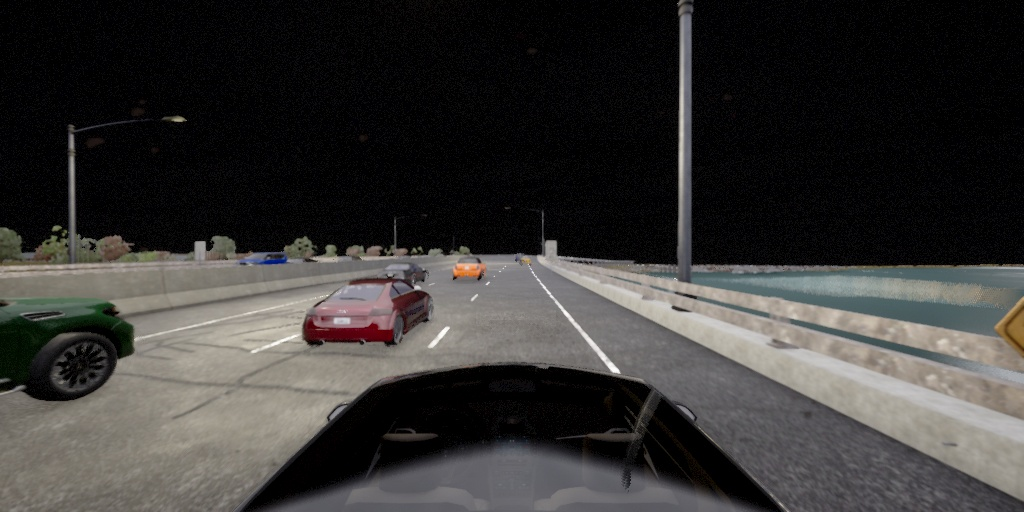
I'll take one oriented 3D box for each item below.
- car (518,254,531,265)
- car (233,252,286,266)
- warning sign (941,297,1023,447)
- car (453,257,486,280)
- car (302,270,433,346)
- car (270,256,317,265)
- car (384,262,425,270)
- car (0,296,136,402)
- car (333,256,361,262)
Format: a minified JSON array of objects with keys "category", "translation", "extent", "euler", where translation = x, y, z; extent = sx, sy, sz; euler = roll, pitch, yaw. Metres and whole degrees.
[{"category":"car","translation":[2.353,0.669,62.617],"extent":[1.801,1.575,5.366],"euler":[0,0,2]},{"category":"car","translation":[-24.245,0.668,34.979],"extent":[2.150,2.045,5.566],"euler":[0,1,1]},{"category":"warning sign","translation":[4.550,0.855,2.903],"extent":[1.300,1.860,1.060],"euler":[0,0,0]},{"category":"car","translation":[-3.181,0.862,27.733],"extent":[2.097,1.767,4.553],"euler":[0,1,1]},{"category":"car","translation":[-3.384,1.243,9.178],"extent":[1.994,1.385,4.181],"euler":[0,1,0]},{"category":"car","translation":[-20.741,0.952,34.941],"extent":[1.837,1.490,4.892],"euler":[0,1,1]},{"category":"car","translation":[-6.767,1.103,22.603],"extent":[2.033,1.411,5.357],"euler":[0,1,1]},{"category":"car","translation":[-6.933,0.960,3.145],"extent":[2.150,2.045,5.566],"euler":[0,1,-1]},{"category":"car","translation":[-17.189,0.780,37.189],"extent":[2.097,1.767,4.553],"euler":[0,0,1]}]
